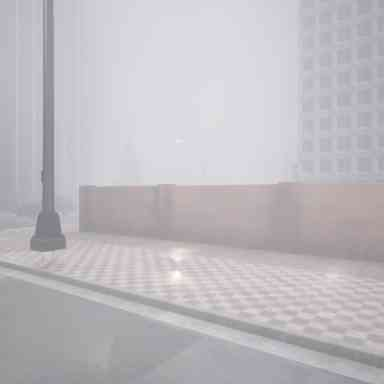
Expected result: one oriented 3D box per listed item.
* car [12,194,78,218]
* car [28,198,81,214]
[{"bbox_3d":[-13.736,1.221,31.121,2.150,2.045,5.566,0,0,35],"label":"car"},{"bbox_3d":[-14.696,1.478,35.842,1.882,1.535,5.008,0,0,35],"label":"car"}]
